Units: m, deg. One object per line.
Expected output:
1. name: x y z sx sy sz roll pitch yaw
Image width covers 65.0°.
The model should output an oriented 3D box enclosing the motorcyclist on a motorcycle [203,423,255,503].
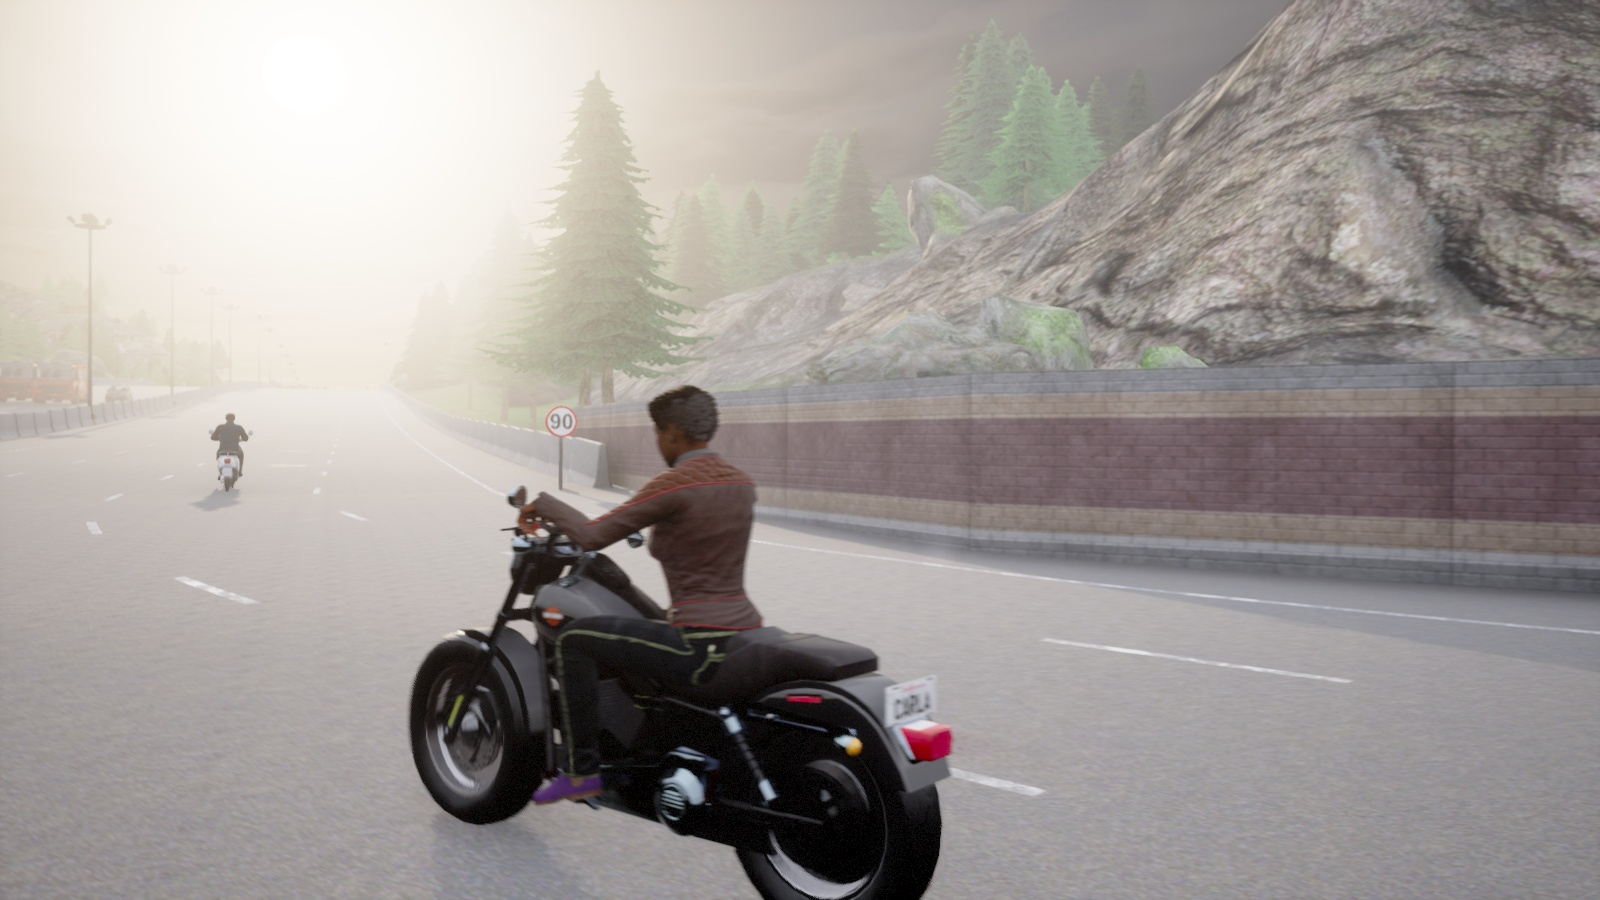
1. motorcyclist on a motorcycle: -11.835 0.243 26.073 0.866 1.590 1.817 0 1 -21

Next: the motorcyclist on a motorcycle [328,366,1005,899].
1. motorcyclist on a motorcycle: -0.552 0.607 4.169 2.350 1.649 0.766 0 1 38
